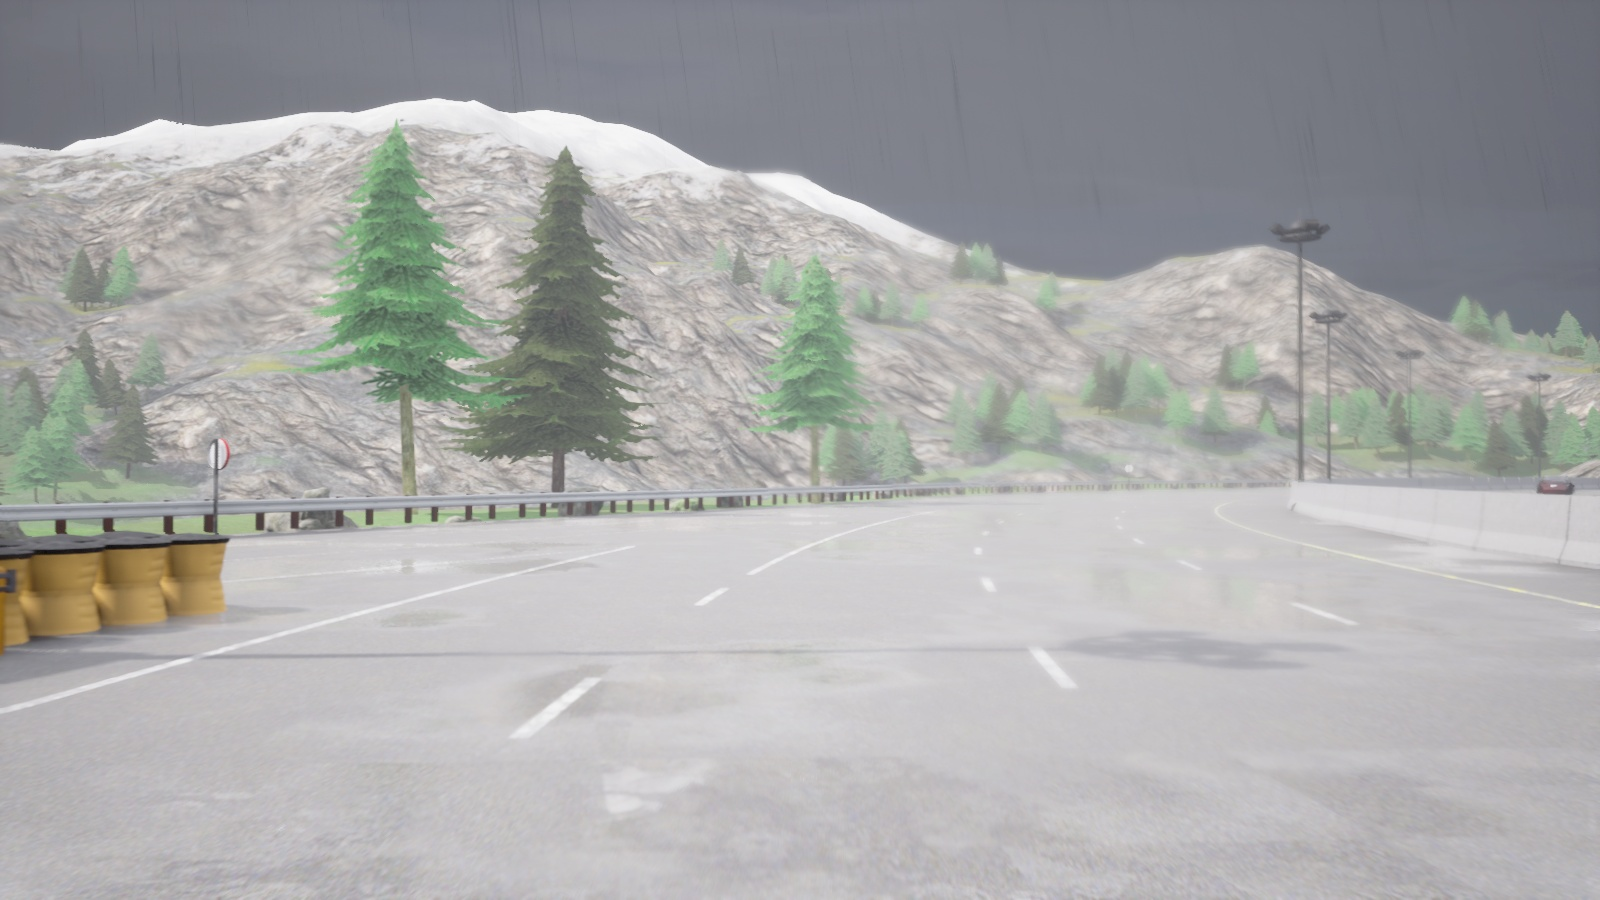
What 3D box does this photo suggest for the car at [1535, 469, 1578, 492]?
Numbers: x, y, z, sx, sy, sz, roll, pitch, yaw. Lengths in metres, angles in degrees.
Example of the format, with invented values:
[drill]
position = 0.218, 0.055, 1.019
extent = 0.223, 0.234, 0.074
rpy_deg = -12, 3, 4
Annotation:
[car]
position = 50.086, 2.003, 83.078
extent = 2.163, 1.488, 4.792
rpy_deg = -1, -1, 34
